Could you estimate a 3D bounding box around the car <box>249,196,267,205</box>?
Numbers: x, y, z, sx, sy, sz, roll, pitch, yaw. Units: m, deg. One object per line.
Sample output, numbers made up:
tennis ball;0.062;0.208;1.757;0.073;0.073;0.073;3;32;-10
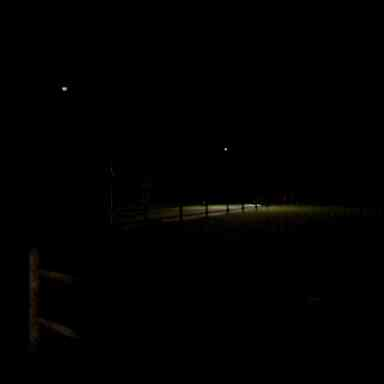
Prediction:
car;10.638;1.271;52.942;1.994;1.385;4.181;0;0;31
